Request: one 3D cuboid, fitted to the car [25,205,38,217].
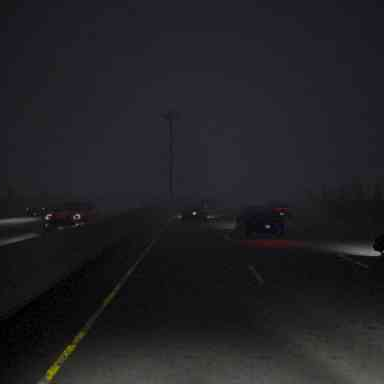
[{"bbox_3d":[-13.706,1.604,31.521,1.895,1.301,4.718,0,0,4],"label":"car"}]

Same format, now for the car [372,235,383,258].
[{"bbox_3d":[7.102,1.547,8.930,2.033,1.411,5.357,0,0,0],"label":"car"}]

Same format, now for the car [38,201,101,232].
[{"bbox_3d":[-7.036,1.354,20.022,2.097,1.767,4.553,0,0,1],"label":"car"}]

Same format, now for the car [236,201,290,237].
[{"bbox_3d":[3.602,1.478,18.258,1.882,1.535,5.008,0,0,0],"label":"car"}]

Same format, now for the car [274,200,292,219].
[{"bbox_3d":[7.324,1.506,28.924,1.837,1.490,4.892,0,0,3],"label":"car"}]

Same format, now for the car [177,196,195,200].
[{"bbox_3d":[-0.297,1.497,60.422,2.128,1.511,4.902,0,0,21],"label":"car"}]

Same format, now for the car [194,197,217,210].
[{"bbox_3d":[2.106,1.505,42.914,2.163,1.488,4.792,0,0,11],"label":"car"}]

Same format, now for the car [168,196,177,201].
[{"bbox_3d":[-3.572,1.512,70.660,2.128,1.511,4.902,0,0,26],"label":"car"}]

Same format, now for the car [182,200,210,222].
[{"bbox_3d":[0.245,1.566,26.771,1.994,1.385,4.181,0,0,2],"label":"car"}]

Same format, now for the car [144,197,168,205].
[{"bbox_3d":[-6.101,1.528,54.158,1.812,1.442,4.674,0,0,17],"label":"car"}]
